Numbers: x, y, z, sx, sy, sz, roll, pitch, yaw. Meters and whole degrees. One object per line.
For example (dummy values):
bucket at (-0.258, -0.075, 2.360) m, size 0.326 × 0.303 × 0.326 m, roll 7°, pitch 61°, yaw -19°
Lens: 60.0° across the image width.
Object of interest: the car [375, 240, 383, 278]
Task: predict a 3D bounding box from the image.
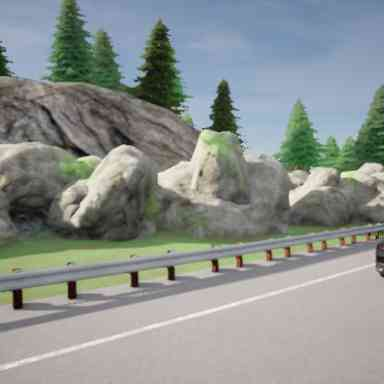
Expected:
car at (6.707, 1.510, 8.923) m, size 4.892 × 1.490 × 1.837 m, roll 0°, pitch 0°, yaw -38°
